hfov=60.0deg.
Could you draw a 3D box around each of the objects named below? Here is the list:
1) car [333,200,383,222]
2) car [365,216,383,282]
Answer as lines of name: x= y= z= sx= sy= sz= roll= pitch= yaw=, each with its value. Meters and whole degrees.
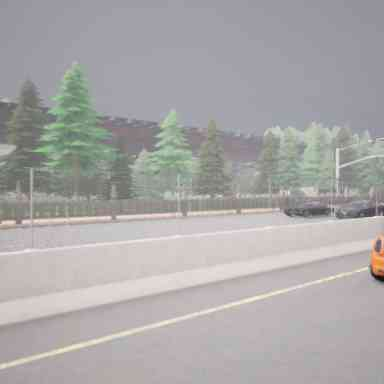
car: x=13.374 y=1.419 z=26.311 sx=4.892 sy=1.490 sz=1.837 roll=0 pitch=0 yaw=-35
car: x=6.527 y=1.318 z=8.401 sx=4.553 sy=1.767 sz=2.097 roll=0 pitch=0 yaw=-35
